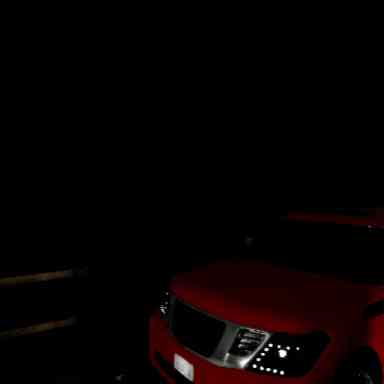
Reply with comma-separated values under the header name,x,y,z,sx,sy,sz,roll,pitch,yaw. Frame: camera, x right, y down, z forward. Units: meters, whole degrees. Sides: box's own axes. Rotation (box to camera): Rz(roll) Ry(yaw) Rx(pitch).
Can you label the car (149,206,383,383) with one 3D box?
name,x,y,z,sx,sy,sz,roll,pitch,yaw
car,2.177,1.248,4.615,5.566,2.045,2.150,0,0,-35
